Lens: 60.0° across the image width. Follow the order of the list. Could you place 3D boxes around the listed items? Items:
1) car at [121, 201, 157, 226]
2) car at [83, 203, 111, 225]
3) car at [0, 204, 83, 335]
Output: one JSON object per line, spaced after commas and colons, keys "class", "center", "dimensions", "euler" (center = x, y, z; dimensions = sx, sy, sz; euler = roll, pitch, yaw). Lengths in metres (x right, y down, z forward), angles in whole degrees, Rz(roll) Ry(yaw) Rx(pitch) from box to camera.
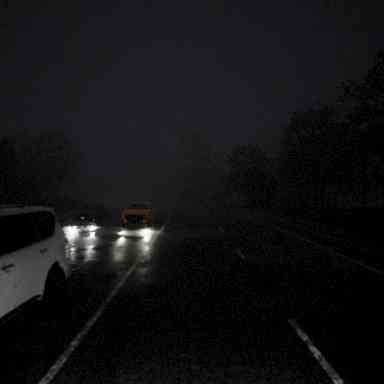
{"class": "car", "center": [-3.571, 1.399, 22.963], "dimensions": [1.882, 1.535, 5.008], "euler": [0, 0, 0]}
{"class": "car", "center": [-7.071, 1.480, 23.445], "dimensions": [1.994, 1.385, 4.181], "euler": [0, 0, 0]}
{"class": "car", "center": [-3.592, 1.238, 4.719], "dimensions": [2.150, 2.045, 5.566], "euler": [0, 0, 0]}
